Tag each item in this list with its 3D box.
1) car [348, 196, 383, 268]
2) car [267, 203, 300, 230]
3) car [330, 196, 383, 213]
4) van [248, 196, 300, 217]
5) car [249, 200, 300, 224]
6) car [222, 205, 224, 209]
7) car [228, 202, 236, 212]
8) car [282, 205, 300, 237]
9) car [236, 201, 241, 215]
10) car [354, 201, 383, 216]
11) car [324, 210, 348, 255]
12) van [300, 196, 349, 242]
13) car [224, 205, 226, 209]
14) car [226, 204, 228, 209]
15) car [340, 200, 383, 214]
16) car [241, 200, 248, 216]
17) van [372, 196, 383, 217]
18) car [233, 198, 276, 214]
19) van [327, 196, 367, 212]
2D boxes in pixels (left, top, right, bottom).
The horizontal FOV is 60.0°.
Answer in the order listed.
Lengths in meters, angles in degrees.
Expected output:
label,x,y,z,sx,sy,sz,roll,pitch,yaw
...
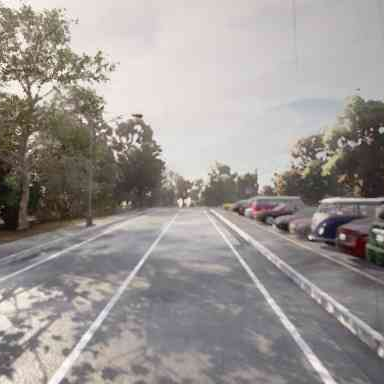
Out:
label,x,y,z,sx,sy,sz,roll,pitch,yaw
car,7.092,1.174,7.799,5.566,2.045,2.435,0,0,0
car,7.053,1.552,18.886,4.792,1.488,2.163,0,-1,0
car,20.229,1.498,40.847,5.566,2.045,2.435,0,-1,0
van,7.214,1.380,27.215,4.442,1.987,1.878,0,-1,0
car,7.098,1.578,24.437,5.008,1.535,2.097,0,-1,0
car,6.946,1.847,46.630,5.366,1.575,1.946,0,-1,0
car,7.084,1.438,35.544,5.566,2.045,2.435,0,-1,0
car,7.081,1.534,16.108,4.674,1.452,2.002,0,-1,0
car,7.137,1.691,32.764,4.792,1.488,2.163,0,-1,0
car,20.185,1.687,35.308,4.892,1.521,2.231,0,-1,0
car,7.097,1.468,10.550,4.792,1.488,2.163,0,0,0
van,6.956,1.241,13.335,4.442,1.987,1.878,0,-1,0
car,7.133,1.800,43.861,4.892,1.521,2.231,0,-1,0
car,7.129,1.755,41.089,5.008,1.535,2.097,0,-1,0
car,20.012,1.712,38.076,5.366,1.575,1.946,0,-1,0
car,7.105,1.674,29.989,4.674,1.452,2.002,0,-1,0
van,20.304,1.432,32.540,4.442,1.987,1.878,0,-1,0
car,7.149,1.594,38.314,4.553,1.767,2.185,0,-1,0
van,20.324,1.569,43.738,4.442,1.987,1.878,0,-1,0
